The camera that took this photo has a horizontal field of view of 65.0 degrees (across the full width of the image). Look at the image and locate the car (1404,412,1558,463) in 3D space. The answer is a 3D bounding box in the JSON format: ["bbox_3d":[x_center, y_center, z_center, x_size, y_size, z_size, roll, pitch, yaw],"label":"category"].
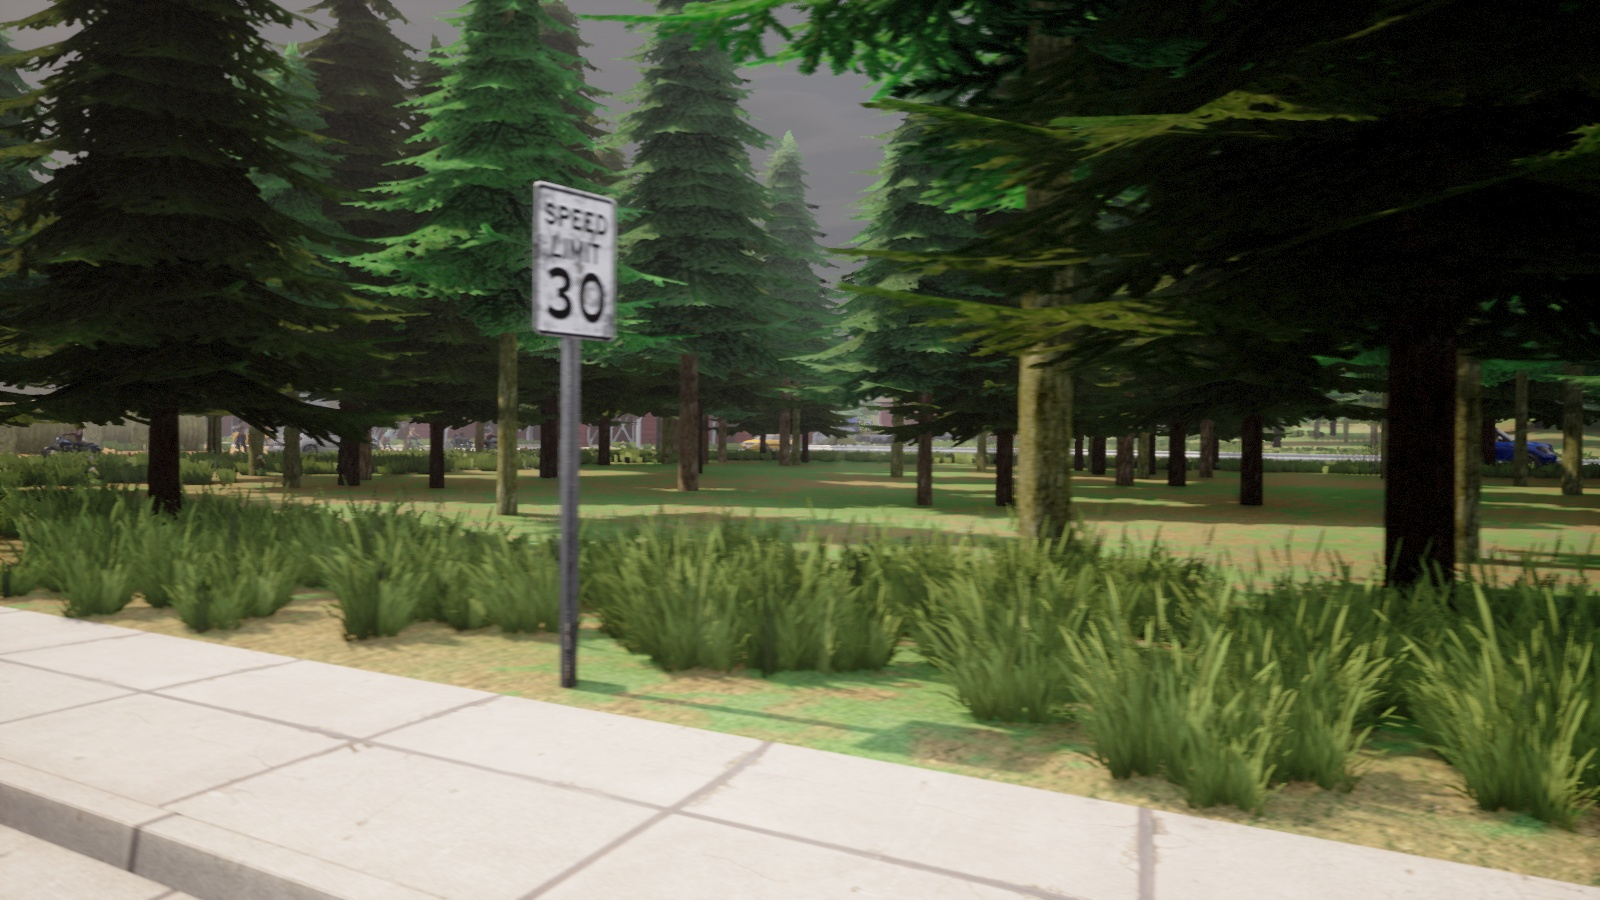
[{"bbox_3d":[28.620,-0.529,52.854,5.566,2.045,2.150,0,1,33],"label":"car"}]

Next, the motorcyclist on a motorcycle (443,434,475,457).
[{"bbox_3d":[-24.422,-0.342,89.871,2.350,1.649,0.766,0,1,32],"label":"motorcyclist on a motorcycle"}]

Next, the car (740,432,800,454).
[{"bbox_3d":[-2.249,-0.568,94.354,1.801,1.575,5.366,0,1,33],"label":"car"}]

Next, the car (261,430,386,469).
[{"bbox_3d":[-21.695,-0.049,57.381,2.152,1.651,5.027,0,1,33],"label":"car"}]

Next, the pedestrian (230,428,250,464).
[{"bbox_3d":[-28.163,-0.200,63.177,0.328,1.805,0.869,0,1,33],"label":"pedestrian"}]

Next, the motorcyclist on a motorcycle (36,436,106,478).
[{"bbox_3d":[-29.748,0.279,51.268,0.766,1.649,2.350,0,1,33],"label":"motorcyclist on a motorcycle"}]
